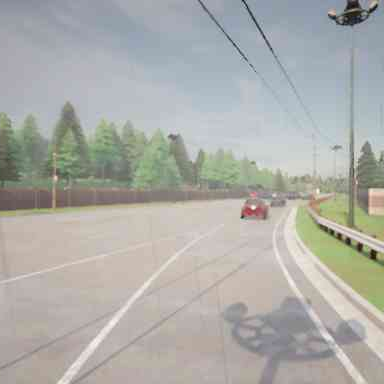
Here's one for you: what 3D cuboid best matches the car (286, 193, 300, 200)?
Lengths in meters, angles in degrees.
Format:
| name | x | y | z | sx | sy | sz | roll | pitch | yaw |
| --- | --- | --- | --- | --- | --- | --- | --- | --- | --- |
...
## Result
| name | x | y | z | sx | sy | sz | roll | pitch | yaw |
| --- | --- | --- | --- | --- | --- | --- | --- | --- | --- |
| car | 27.369 | 1.492 | 90.401 | 1.837 | 1.490 | 4.892 | 0 | 0 | 25 |

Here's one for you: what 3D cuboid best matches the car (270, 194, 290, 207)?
| name | x | y | z | sx | sy | sz | roll | pitch | yaw |
| --- | --- | --- | --- | --- | --- | --- | --- | --- | --- |
| car | 13.209 | 1.485 | 50.674 | 2.128 | 1.511 | 4.902 | 0 | 0 | 23 |

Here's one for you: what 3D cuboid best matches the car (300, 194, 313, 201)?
| name | x | y | z | sx | sy | sz | roll | pitch | yaw |
| --- | --- | --- | --- | --- | --- | --- | --- | --- | --- |
| car | 30.723 | 1.557 | 89.316 | 1.994 | 1.385 | 4.181 | 0 | 0 | 25 |

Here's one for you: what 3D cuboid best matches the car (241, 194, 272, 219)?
| name | x | y | z | sx | sy | sz | roll | pitch | yaw |
| --- | --- | --- | --- | --- | --- | --- | --- | --- | --- |
| car | 5.550 | 1.342 | 29.015 | 2.097 | 1.767 | 4.553 | 0 | 0 | 15 |

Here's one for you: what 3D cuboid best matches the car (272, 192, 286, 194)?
| name | x | y | z | sx | sy | sz | roll | pitch | yaw |
| --- | --- | --- | --- | --- | --- | --- | --- | --- | --- |
| car | 24.352 | 1.337 | 92.216 | 2.097 | 1.767 | 4.553 | 0 | 0 | 25 |
